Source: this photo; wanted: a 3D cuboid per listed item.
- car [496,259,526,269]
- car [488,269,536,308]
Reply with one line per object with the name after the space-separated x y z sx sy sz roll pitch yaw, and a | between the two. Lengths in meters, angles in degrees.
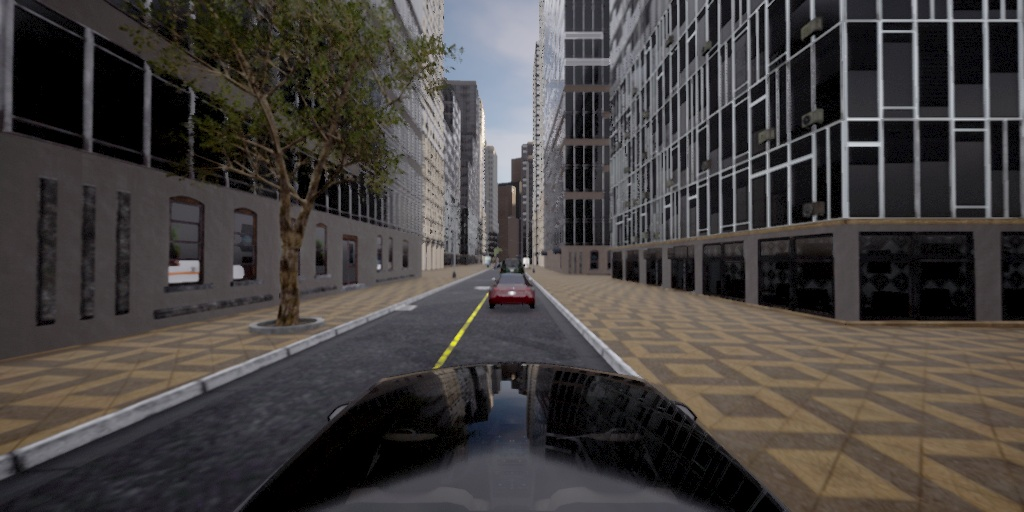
0.004 1.268 30.873 2.150 2.045 5.566 0 0 0 | car
0.007 1.456 16.147 1.994 1.385 4.181 0 -1 0 | car
